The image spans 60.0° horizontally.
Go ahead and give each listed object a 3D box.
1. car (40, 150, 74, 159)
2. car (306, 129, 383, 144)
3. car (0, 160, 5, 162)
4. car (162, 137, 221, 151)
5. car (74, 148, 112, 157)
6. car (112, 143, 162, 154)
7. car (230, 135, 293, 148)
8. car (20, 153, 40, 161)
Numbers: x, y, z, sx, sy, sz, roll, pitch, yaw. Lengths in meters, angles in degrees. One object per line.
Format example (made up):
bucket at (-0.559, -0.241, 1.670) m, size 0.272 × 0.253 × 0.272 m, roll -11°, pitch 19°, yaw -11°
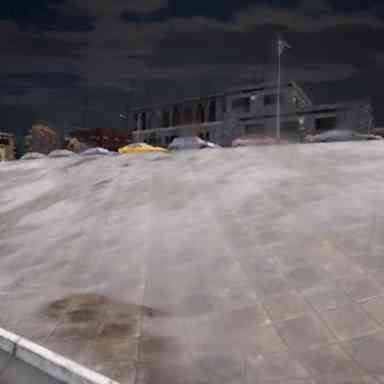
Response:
car at (-13.884, -3.822, 36.325) m, size 4.892 × 1.521 × 2.231 m, roll 1°, pitch 0°, yaw 34°
car at (10.088, -3.398, 22.144) m, size 4.674 × 1.452 × 2.002 m, roll 1°, pitch 1°, yaw 28°
car at (-27.494, -4.086, 45.582) m, size 4.553 × 1.767 × 2.185 m, roll 0°, pitch 0°, yaw 34°
car at (0.230, -3.721, 27.552) m, size 4.553 × 1.767 × 2.185 m, roll 1°, pitch 1°, yaw 31°
car at (-9.237, -3.710, 33.296) m, size 4.674 × 1.452 × 2.002 m, roll 1°, pitch 1°, yaw 33°
car at (-4.524, -3.672, 30.368) m, size 5.008 × 1.535 × 2.097 m, roll 1°, pitch 1°, yaw 32°
car at (5.224, -3.485, 24.751) m, size 4.792 × 1.488 × 2.163 m, roll 1°, pitch 1°, yaw 29°
car at (-18.451, -3.877, 39.424) m, size 4.892 × 1.521 × 2.231 m, roll 1°, pitch 0°, yaw 34°
